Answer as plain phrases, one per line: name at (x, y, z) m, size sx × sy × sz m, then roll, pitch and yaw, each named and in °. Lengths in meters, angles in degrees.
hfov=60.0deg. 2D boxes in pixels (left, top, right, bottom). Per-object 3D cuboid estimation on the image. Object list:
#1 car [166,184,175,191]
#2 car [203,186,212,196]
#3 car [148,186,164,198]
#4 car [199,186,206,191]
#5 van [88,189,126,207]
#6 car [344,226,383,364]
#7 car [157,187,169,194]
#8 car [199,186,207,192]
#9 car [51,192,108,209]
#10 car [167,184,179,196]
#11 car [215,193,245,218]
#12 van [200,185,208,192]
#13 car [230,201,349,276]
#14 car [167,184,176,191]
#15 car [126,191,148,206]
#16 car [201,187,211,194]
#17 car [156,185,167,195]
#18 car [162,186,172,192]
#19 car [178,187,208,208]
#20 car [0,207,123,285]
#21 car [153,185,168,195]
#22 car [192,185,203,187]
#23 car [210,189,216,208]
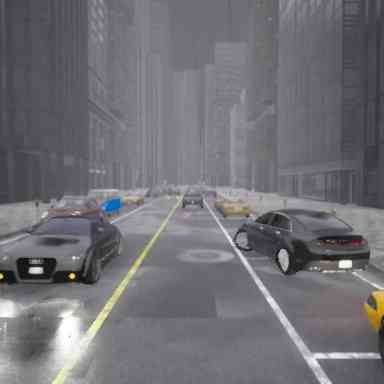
car at (-5.782, -1.176, 89.176) m, size 2.192 × 1.841 × 5.009 m, roll 0°, pitch 2°, yaw 0°
car at (2.752, 0.134, 49.938) m, size 2.008 × 1.369 × 4.403 m, roll 0°, pitch 2°, yaw 0°
car at (-5.773, 0.149, 49.932) m, size 1.947 × 1.339 × 4.313 m, roll 0°, pitch 2°, yaw 0°
car at (2.743, -0.970, 89.357) m, size 1.752 × 1.417 × 4.829 m, roll 0°, pitch 2°, yaw 0°
van at (-5.767, 0.708, 21.890) m, size 1.690 × 1.788 × 3.998 m, roll 0°, pitch 2°, yaw 0°
car at (3.149, 1.391, 2.152) m, size 1.801 × 1.575 × 5.366 m, roll 0°, pitch 2°, yaw 0°
car at (-5.776, -0.332, 66.753) m, size 2.008 × 1.369 × 4.403 m, roll 0°, pitch 2°, yaw 0°
car at (2.745, -0.796, 83.579) m, size 1.887 × 1.381 × 4.507 m, roll 0°, pitch 2°, yaw 0°
car at (-5.766, 0.968, 16.285) m, size 1.967 × 1.590 × 4.097 m, roll 0°, pitch 2°, yaw 0°
car at (-3.018, -0.115, 56.286) m, size 1.882 × 1.535 × 5.008 m, roll 0°, pitch 1°, yaw 0°
car at (2.758, 0.887, 22.074) m, size 1.752 × 1.417 × 4.829 m, roll 0°, pitch 2°, yaw 0°
van at (2.745, -0.848, 77.968) m, size 1.690 × 1.788 × 3.998 m, roll 0°, pitch 2°, yaw 0°
car at (2.825, 1.228, 9.534) m, size 1.837 × 1.490 × 4.892 m, roll 0°, pitch 2°, yaw -12°
car at (-5.783, -1.324, 94.783) m, size 2.192 × 1.841 × 5.009 m, roll 0°, pitch 2°, yaw 0°
car at (-5.770, 0.580, 32.939) m, size 1.752 × 1.417 × 4.829 m, roll 0°, pitch 2°, yaw 0°
car at (2.749, -0.301, 66.760) m, size 1.802 × 1.307 × 4.206 m, roll 0°, pitch 2°, yaw 0°
car at (-5.774, -0.132, 55.536) m, size 1.967 × 1.590 × 4.097 m, roll 0°, pitch 2°, yaw 0°
car at (-5.779, -0.639, 77.968) m, size 2.008 × 1.369 × 4.403 m, roll 0°, pitch 2°, yaw 0°
car at (0.076, 0.607, 30.786) m, size 2.128 × 1.511 × 4.902 m, roll 0°, pitch 2°, yaw 0°
car at (-3.103, 1.312, 8.609) m, size 1.994 × 1.385 × 4.181 m, roll 0°, pitch 2°, yaw 0°
car at (-5.775, -0.413, 61.140) m, size 2.192 × 1.841 × 5.009 m, roll 0°, pitch 2°, yaw 0°
car at (0.074, 0.001, 47.505) m, size 2.097 × 1.767 × 4.553 m, roll 0°, pitch 1°, yaw 0°
car at (2.757, 0.727, 27.681) m, size 1.752 × 1.417 × 4.829 m, roll 0°, pitch 2°, yaw 0°
